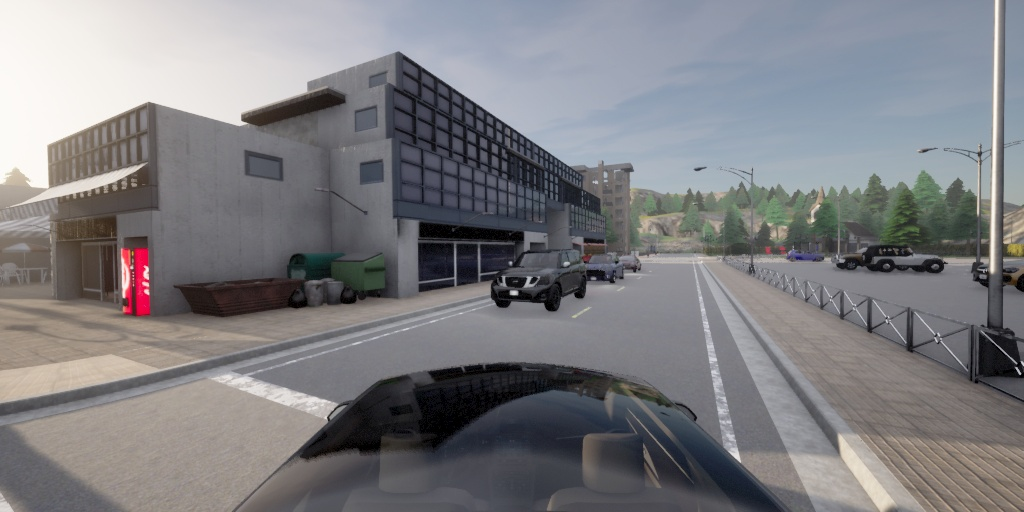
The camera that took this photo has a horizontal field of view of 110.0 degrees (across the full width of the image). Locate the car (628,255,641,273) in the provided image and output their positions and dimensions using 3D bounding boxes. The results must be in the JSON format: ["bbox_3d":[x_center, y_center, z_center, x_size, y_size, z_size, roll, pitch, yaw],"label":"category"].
[{"bbox_3d":[10.254,0.632,31.737,1.812,1.442,4.674,0,1,27],"label":"car"}]

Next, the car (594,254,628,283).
[{"bbox_3d":[5.682,0.677,22.582,2.097,1.767,4.553,0,1,27],"label":"car"}]

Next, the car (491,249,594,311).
[{"bbox_3d":[1.291,0.757,13.780,2.150,2.045,5.566,0,1,26],"label":"car"}]
